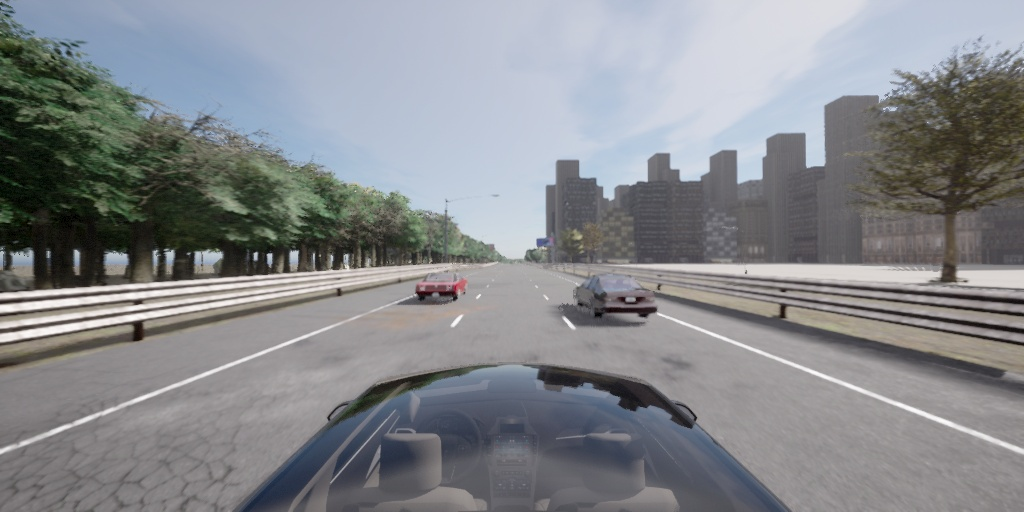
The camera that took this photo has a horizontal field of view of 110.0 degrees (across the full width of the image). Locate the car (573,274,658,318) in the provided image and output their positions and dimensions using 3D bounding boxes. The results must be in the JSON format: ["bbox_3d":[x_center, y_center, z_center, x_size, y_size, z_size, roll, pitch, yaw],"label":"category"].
[{"bbox_3d":[3.597,1.379,13.372,2.033,1.411,5.357,0,0,0],"label":"car"}]

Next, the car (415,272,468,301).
[{"bbox_3d":[-3.403,1.471,18.266,1.895,1.301,4.718,0,0,0],"label":"car"}]
